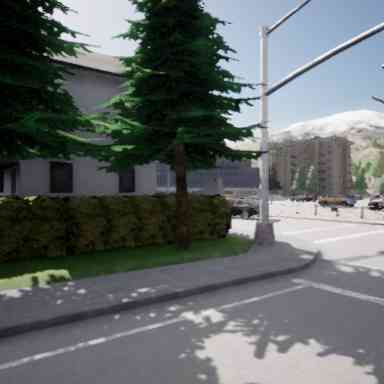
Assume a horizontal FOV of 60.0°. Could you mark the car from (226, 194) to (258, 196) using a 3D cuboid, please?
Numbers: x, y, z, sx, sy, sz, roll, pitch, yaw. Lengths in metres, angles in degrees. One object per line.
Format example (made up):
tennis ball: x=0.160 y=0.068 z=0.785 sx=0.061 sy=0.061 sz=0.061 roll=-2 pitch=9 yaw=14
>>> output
car: x=7.418 y=1.260 z=47.410 sx=2.007 sy=1.523 sz=4.514 roll=0 pitch=0 yaw=-36

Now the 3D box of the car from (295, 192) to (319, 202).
car: x=23.753 y=1.028 z=68.820 sx=1.932 sy=1.855 sz=4.605 roll=0 pitch=0 yaw=-36

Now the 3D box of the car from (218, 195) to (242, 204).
car: x=6.258 y=1.190 z=55.269 sx=1.970 sy=1.475 sz=3.806 roll=0 pitch=0 yaw=-36

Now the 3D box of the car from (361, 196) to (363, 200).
car: x=38.896 y=1.282 z=79.593 sx=1.845 sy=1.501 sz=3.633 roll=0 pitch=0 yaw=-36

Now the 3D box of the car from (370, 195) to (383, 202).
car: x=40.827 y=1.295 z=71.833 sx=1.970 sy=1.475 sz=3.806 roll=0 pitch=0 yaw=-36

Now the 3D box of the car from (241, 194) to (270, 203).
car: x=11.270 y=1.104 z=59.290 sx=2.152 sy=1.636 sz=5.027 roll=0 pitch=0 yaw=-36

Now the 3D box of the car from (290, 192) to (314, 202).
car: x=21.640 y=1.012 z=66.784 sx=1.905 sy=1.878 sz=3.866 roll=0 pitch=0 yaw=-36

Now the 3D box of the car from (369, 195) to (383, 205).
car: x=29.420 y=1.235 z=50.081 sx=2.007 sy=1.523 sz=4.514 roll=0 pitch=0 yaw=-36

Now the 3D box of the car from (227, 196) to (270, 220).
car: x=3.817 y=1.287 z=26.097 sx=1.837 sy=1.490 sz=4.892 roll=0 pitch=0 yaw=-37

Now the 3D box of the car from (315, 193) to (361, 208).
car: x=18.907 y=1.050 z=43.361 sx=1.932 sy=1.855 sz=4.605 roll=0 pitch=0 yaw=-36

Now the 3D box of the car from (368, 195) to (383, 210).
car: x=20.852 y=1.033 z=35.059 sx=1.905 sy=1.878 sz=3.866 roll=0 pitch=0 yaw=-36
